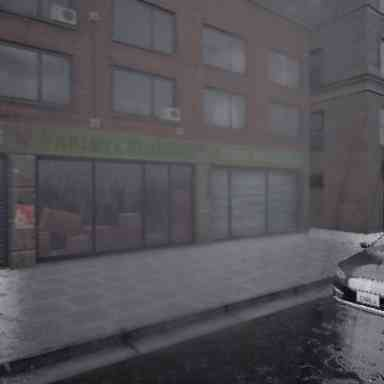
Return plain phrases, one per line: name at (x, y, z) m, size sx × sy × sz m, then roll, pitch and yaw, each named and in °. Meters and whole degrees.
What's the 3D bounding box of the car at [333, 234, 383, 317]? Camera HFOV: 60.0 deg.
car at (4.863, 1.471, 6.845) m, size 4.902 × 1.511 × 2.128 m, roll 0°, pitch 0°, yaw -35°
